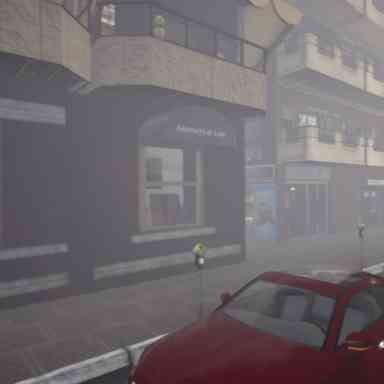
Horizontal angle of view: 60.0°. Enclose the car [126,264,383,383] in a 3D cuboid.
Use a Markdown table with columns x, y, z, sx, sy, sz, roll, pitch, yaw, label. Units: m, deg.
| x | y | z | sx | sy | sz | roll | pitch | yaw | label |
| --- | --- | --- | --- | --- | --- | --- | --- | --- | --- |
| 1.302 | 1.580 | 3.780 | 4.206 | 1.307 | 1.802 | 0 | -1 | -39 | car |
